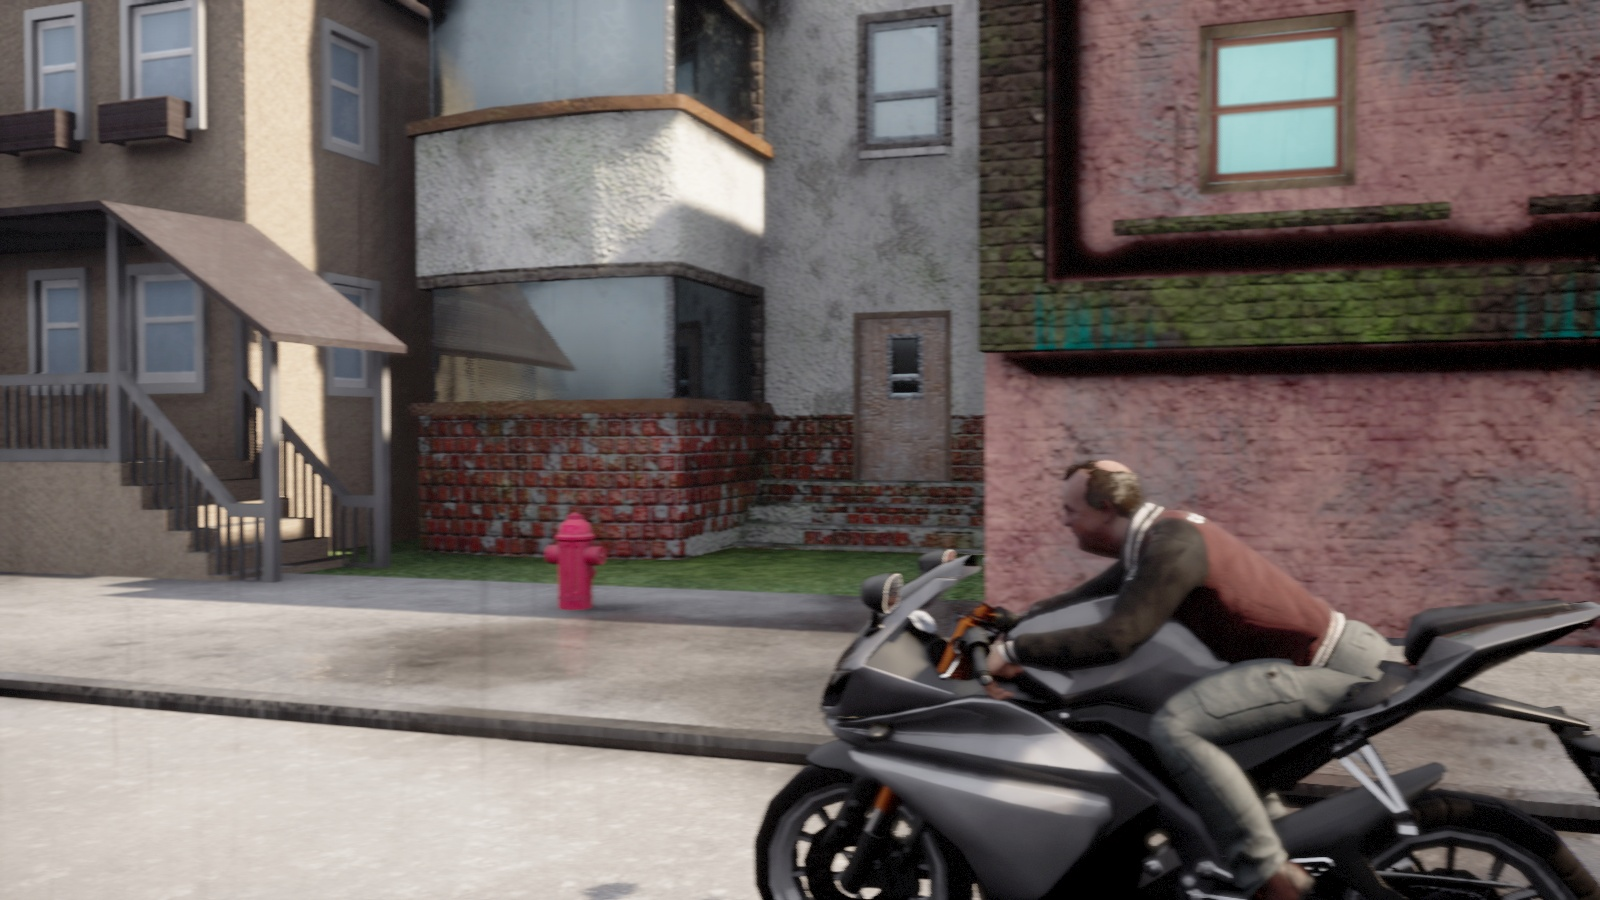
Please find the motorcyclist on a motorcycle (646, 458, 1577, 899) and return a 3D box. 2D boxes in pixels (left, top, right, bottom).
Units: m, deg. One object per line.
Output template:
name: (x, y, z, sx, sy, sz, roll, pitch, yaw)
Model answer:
motorcyclist on a motorcycle: (0.760, 0.809, 3.460, 2.191, 1.530, 0.866, 1, 1, 19)
